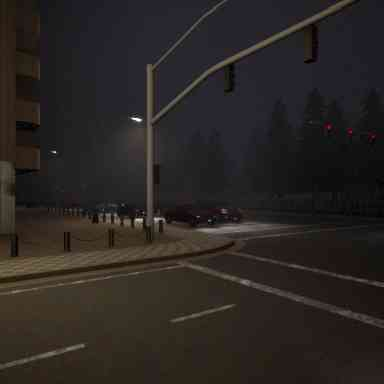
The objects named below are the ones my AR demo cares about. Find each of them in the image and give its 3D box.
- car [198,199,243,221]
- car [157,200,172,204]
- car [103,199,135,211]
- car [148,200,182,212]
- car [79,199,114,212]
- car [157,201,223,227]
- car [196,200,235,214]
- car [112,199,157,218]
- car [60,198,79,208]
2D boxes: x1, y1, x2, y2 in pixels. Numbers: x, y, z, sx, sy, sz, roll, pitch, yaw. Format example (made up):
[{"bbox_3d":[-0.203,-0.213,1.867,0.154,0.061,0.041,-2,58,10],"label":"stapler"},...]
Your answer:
[{"bbox_3d":[1.919,1.407,26.478,2.097,1.767,4.553,0,0,-36],"label":"car"},{"bbox_3d":[-3.316,1.547,33.749,2.128,1.511,4.902,0,0,-36],"label":"car"},{"bbox_3d":[-9.362,1.603,42.156,2.033,1.411,5.357,0,0,-35],"label":"car"},{"bbox_3d":[-3.312,1.656,40.072,1.895,1.301,4.718,0,0,-36],"label":"car"},{"bbox_3d":[-11.119,1.656,38.602,1.895,1.301,4.718,0,0,-36],"label":"car"},{"bbox_3d":[-0.262,1.581,23.547,1.812,1.442,4.674,0,0,-37],"label":"car"},{"bbox_3d":[2.594,1.656,37.852,1.895,1.301,4.718,0,0,-36],"label":"car"},{"bbox_3d":[-5.378,1.619,30.617,1.994,1.385,4.181,0,0,-36],"label":"car"},{"bbox_3d":[-17.227,1.533,47.149,1.882,1.535,5.008,0,0,-35],"label":"car"}]
